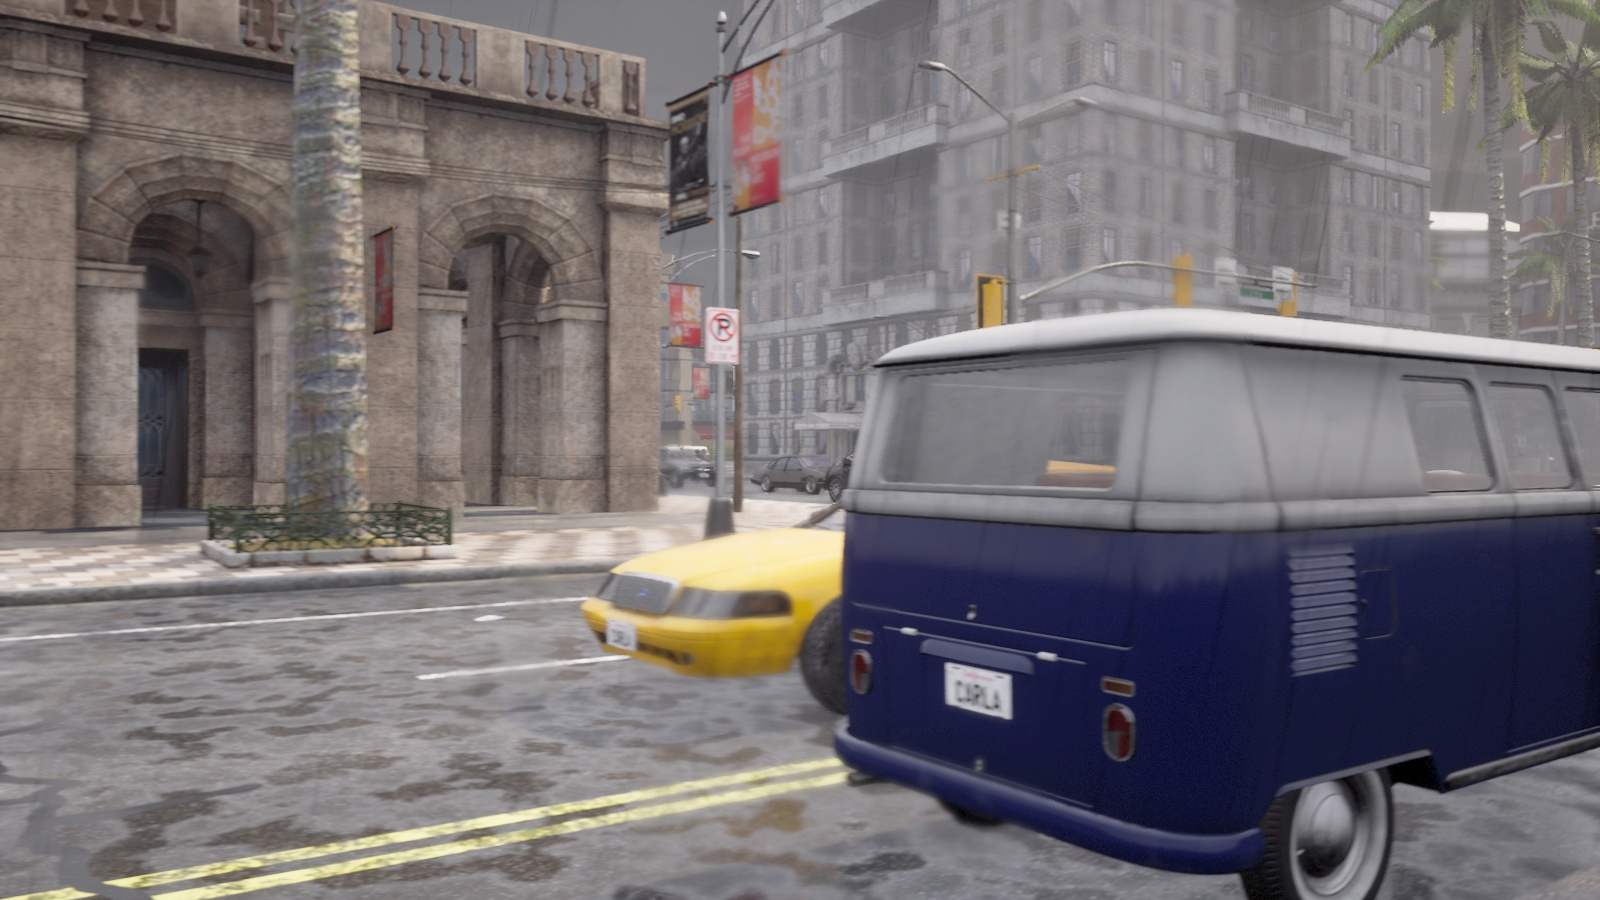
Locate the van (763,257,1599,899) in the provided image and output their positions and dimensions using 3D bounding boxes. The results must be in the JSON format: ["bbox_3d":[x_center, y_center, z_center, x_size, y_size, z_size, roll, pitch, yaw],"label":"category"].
[{"bbox_3d":[2.193,0.506,5.180,4.442,1.987,1.775,0,0,-35],"label":"van"}]

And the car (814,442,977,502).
[{"bbox_3d":[2.738,0.609,37.262,2.152,1.651,5.027,0,0,-35],"label":"car"}]

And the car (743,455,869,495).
[{"bbox_3d":[0.128,0.908,47.120,2.033,1.411,5.357,0,0,-35],"label":"car"}]

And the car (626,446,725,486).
[{"bbox_3d":[-5.535,0.670,55.167,2.152,1.651,5.027,0,0,-35],"label":"car"}]

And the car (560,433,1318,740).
[{"bbox_3d":[1.203,0.703,8.716,5.366,1.575,1.801,0,0,-35],"label":"car"}]
